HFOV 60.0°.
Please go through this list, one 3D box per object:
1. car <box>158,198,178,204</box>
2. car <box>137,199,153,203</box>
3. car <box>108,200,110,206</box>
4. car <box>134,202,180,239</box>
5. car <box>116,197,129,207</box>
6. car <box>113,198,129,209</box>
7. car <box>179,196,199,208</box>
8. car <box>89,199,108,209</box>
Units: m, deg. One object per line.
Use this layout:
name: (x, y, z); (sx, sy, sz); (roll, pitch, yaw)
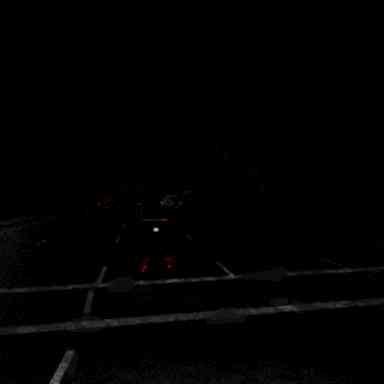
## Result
car: (-3.720, 1.678, 50.073); (1.812, 1.442, 4.674); (-1, 0, -9)
car: (-6.398, 1.681, 45.295); (1.837, 1.490, 4.892); (-1, 0, -9)
car: (-15.767, 1.886, 58.924); (1.994, 1.385, 4.181); (-1, 0, -9)
car: (-2.063, 1.556, 17.994); (2.128, 1.511, 4.902); (-1, 0, -9)
car: (-12.147, 1.754, 58.433); (1.882, 1.535, 5.008); (-1, 0, -9)
car: (-10.698, 1.744, 49.378); (1.837, 1.490, 4.892); (-1, 0, -9)
car: (-0.328, 1.464, 51.009); (2.097, 1.767, 4.553); (-1, 0, -9)
car: (-14.225, 1.831, 49.832); (2.033, 1.411, 5.357); (-1, 0, -9)
